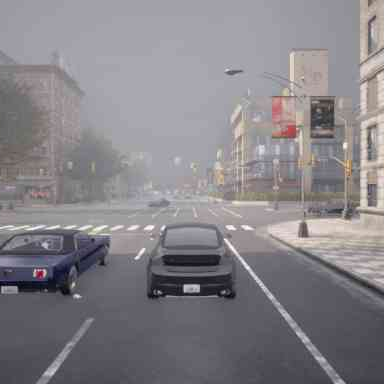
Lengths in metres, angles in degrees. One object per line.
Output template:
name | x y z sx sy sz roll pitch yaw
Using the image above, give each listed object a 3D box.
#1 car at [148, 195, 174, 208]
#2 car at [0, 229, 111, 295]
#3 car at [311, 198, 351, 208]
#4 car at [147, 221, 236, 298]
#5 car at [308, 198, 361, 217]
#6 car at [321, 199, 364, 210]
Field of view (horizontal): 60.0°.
car | -4.690 1.547 48.308 2.033 1.411 5.357 0 0 14
car | -3.516 1.601 8.640 1.895 1.301 4.718 0 0 0
car | 19.296 1.526 46.290 4.674 1.442 1.812 0 0 0
car | -0.016 1.505 8.461 1.837 1.490 4.892 0 0 0
car | 13.376 1.491 31.058 4.902 1.511 2.128 0 0 0
car | 19.339 1.601 42.791 4.718 1.301 1.895 0 0 0
